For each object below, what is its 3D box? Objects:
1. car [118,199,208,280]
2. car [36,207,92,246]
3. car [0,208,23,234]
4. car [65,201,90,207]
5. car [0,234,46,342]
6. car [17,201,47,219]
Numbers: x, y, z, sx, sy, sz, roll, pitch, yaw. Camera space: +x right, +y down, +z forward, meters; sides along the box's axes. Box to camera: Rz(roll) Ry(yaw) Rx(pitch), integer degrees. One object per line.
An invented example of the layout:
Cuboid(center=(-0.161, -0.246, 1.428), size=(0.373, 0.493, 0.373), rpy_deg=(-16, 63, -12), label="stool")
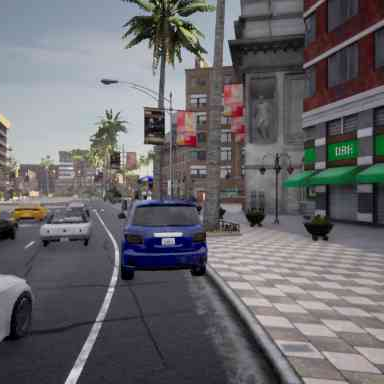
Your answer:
Cuboid(center=(-1.055, 1.218, 10.220), size=(2.150, 2.045, 5.566), rpy_deg=(0, 0, -11), label="car")
Cuboid(center=(-5.649, 1.596, 15.410), size=(1.895, 1.301, 4.718), rpy_deg=(0, 0, -15), label="car")
Cuboid(center=(-8.775, 1.593, 13.989), size=(1.895, 1.301, 4.718), rpy_deg=(0, 0, -16), label="car")
Cuboid(center=(-9.592, 1.517, 27.914), size=(1.812, 1.442, 4.674), rpy_deg=(0, 0, -18), label="car")
Cuboid(center=(-3.390, 1.523, 3.496), size=(1.812, 1.442, 4.674), rpy_deg=(0, 0, -3), label="car")
Cuboid(center=(-12.592, 1.467, 26.155), size=(1.882, 1.535, 5.008), rpy_deg=(0, 0, -18), label="car")
